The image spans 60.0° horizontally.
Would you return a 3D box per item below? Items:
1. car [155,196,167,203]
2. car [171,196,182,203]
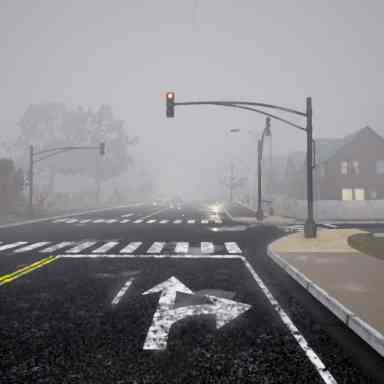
[{"bbox_3d":[-6.328,1.497,68.207,1.882,1.535,5.008,0,0,5],"label":"car"},{"bbox_3d":[-3.094,1.536,67.889,1.812,1.442,4.674,0,0,5],"label":"car"}]
